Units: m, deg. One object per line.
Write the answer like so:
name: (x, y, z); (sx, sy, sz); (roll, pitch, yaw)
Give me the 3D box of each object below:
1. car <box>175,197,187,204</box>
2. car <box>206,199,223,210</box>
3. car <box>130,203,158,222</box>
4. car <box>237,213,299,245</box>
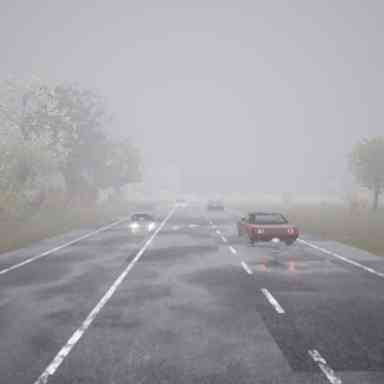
car: (-2.215, 1.686, 68.410); (1.895, 1.301, 4.718); (0, 0, 7)
car: (2.896, 1.608, 42.723); (1.994, 1.385, 4.181); (0, 0, -1)
car: (-3.775, 1.591, 27.137); (2.033, 1.411, 5.357); (0, 0, -2)
car: (3.292, 1.611, 15.470); (1.895, 1.301, 4.718); (0, 0, -1)
